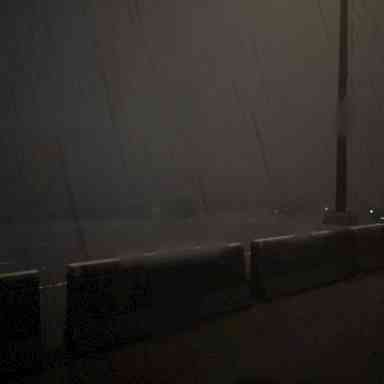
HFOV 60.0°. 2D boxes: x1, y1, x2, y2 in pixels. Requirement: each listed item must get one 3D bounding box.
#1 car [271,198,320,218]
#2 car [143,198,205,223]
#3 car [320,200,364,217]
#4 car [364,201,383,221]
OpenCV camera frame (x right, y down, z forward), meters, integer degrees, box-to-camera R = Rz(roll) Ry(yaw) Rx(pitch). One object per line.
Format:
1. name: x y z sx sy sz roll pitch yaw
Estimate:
1. car: 8.547 1.243 27.285 4.902 1.511 2.128 -1 1 -35
2. car: -1.313 1.233 24.552 4.553 1.767 2.097 -1 0 -36
3. car: 12.277 1.320 25.647 4.718 1.301 1.895 -1 1 -35
4. car: 13.981 1.326 22.563 4.718 1.301 1.895 -1 1 -35
